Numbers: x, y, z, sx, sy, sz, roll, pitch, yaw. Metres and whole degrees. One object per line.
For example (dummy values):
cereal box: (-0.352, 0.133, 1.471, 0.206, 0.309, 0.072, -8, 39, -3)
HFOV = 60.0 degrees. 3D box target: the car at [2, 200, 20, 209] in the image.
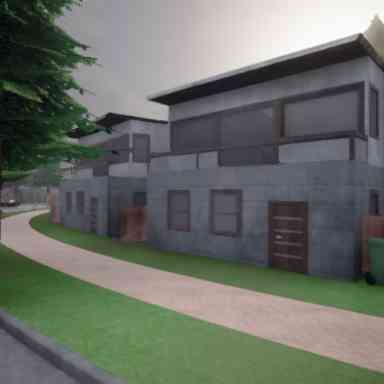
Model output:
car: (-27.567, 1.776, 49.258, 1.895, 1.301, 4.718, 0, 0, 2)
